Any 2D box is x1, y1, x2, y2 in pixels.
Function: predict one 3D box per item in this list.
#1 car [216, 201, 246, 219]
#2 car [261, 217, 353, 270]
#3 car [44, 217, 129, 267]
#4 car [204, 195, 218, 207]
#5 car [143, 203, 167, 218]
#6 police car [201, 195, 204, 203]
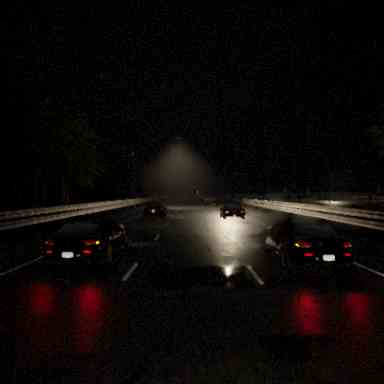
[{"bbox_3d":[3.554,1.710,30.010,1.895,1.301,4.718,0,0,0],"label":"car"},{"bbox_3d":[3.580,1.566,10.999,1.812,1.442,4.674,0,0,0],"label":"car"},{"bbox_3d":[-3.420,1.568,11.435,1.812,1.442,4.674,0,0,0],"label":"car"},{"bbox_3d":[3.419,1.711,56.673,1.837,1.490,4.892,0,0,0],"label":"car"},{"bbox_3d":[-3.447,1.679,31.584,1.994,1.385,4.181,0,0,0],"label":"car"},{"bbox_3d":[3.404,1.747,67.673,2.038,1.542,4.974,0,0,0],"label":"police car"}]
